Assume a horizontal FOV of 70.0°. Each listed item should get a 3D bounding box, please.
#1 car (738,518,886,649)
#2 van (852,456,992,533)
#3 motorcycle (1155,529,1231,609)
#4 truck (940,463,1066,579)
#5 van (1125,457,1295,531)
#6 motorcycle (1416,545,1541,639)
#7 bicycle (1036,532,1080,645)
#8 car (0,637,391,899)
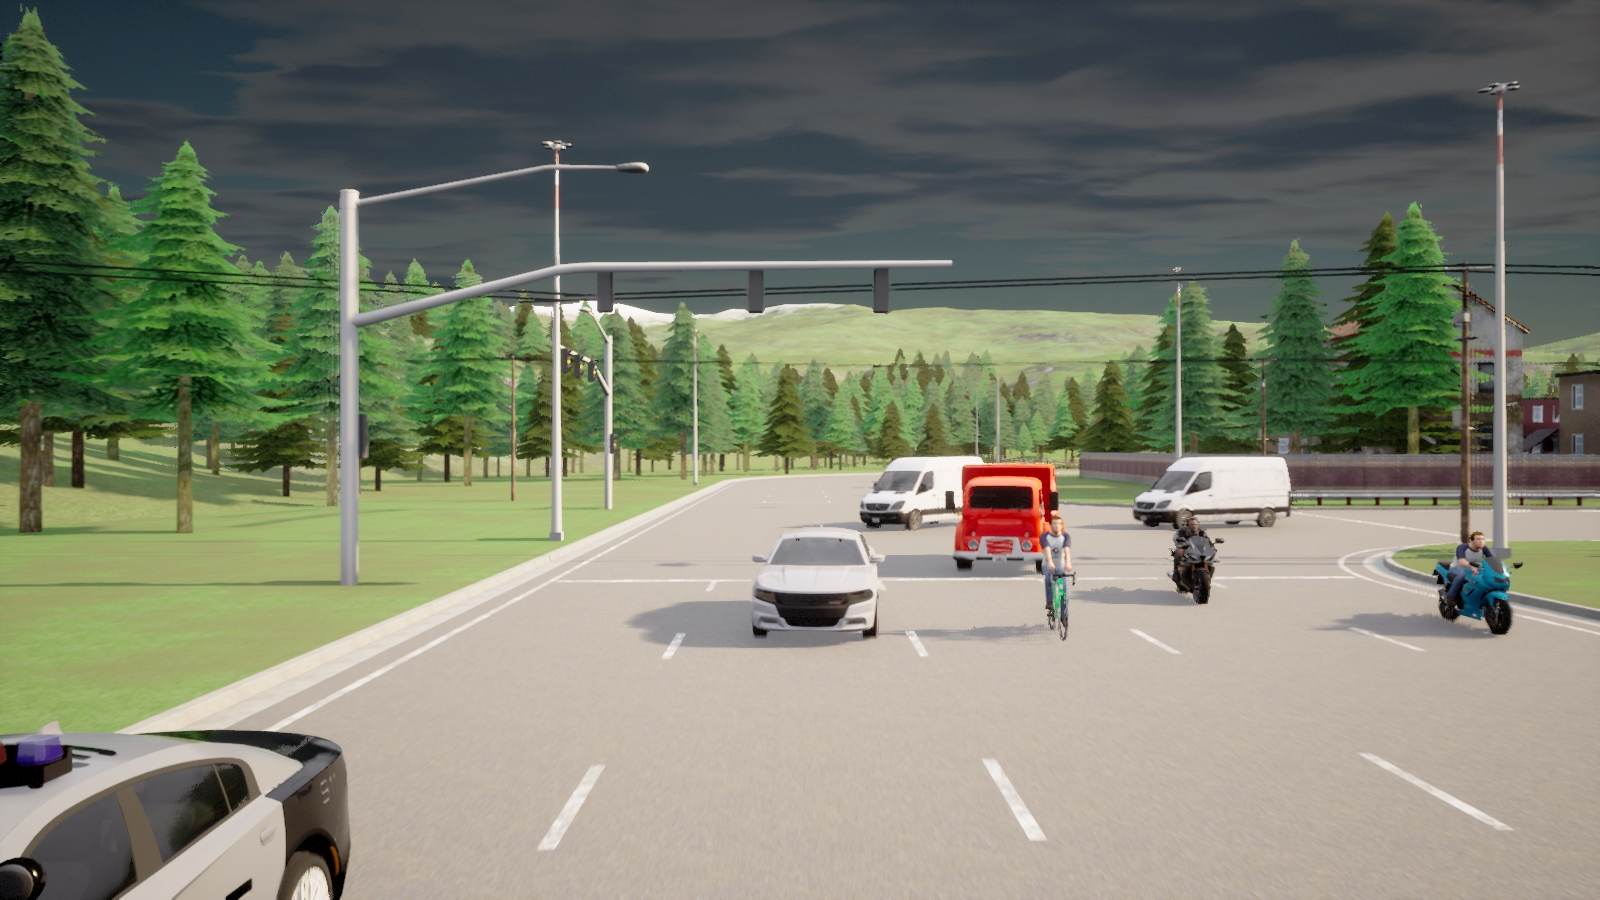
[{"bbox_3d":[0.325,2.034,18.632,2.097,1.535,5.006,0,0,4],"label":"car"},{"bbox_3d":[4.526,1.534,41.487,1.988,2.561,5.915,-1,-1,41],"label":"van"},{"bbox_3d":[7.378,2.205,21.560,0.867,1.251,2.209,1,0,6],"label":"motorcycle"},{"bbox_3d":[5.020,1.568,27.581,2.627,2.467,5.204,0,0,14],"label":"truck"},{"bbox_3d":[14.861,1.535,41.389,5.915,2.561,1.988,0,0,-21],"label":"van"},{"bbox_3d":[10.584,2.186,17.923,0.803,1.199,2.033,1,0,2],"label":"motorcycle"},{"bbox_3d":[3.889,2.056,17.281,0.373,1.496,1.643,0,0,3],"label":"bicycle"},{"bbox_3d":[-3.600,1.982,4.477,2.097,1.638,5.238,0,0,0],"label":"car"}]
